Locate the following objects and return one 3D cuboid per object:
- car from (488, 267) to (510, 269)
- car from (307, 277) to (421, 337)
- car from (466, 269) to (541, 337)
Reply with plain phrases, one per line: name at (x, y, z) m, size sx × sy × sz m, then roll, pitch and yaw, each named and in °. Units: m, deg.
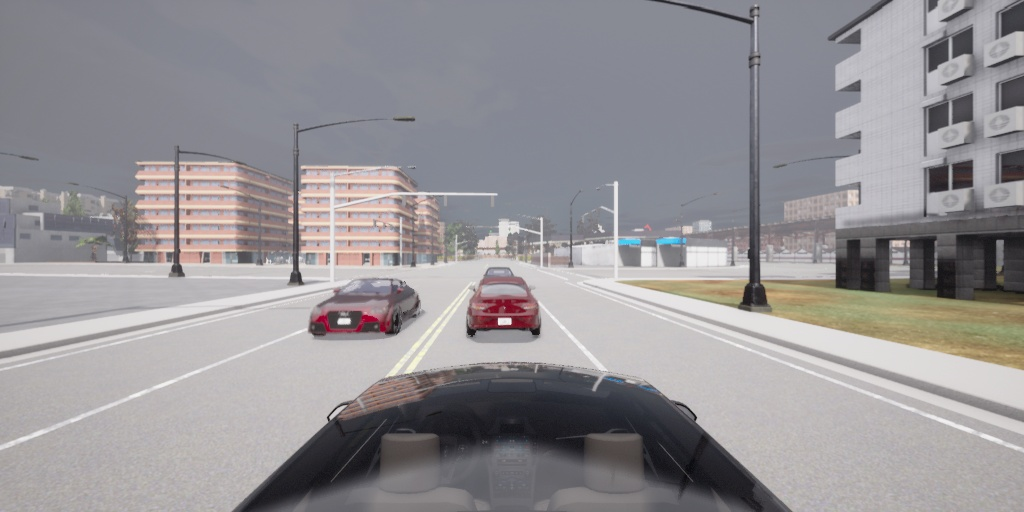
car at (-0.727, 1.305, 19.965) m, size 2.033 × 1.411 × 5.357 m, roll 0°, pitch 0°, yaw -3°
car at (-3.940, 1.317, 10.230) m, size 1.994 × 1.385 × 4.181 m, roll 0°, pitch 0°, yaw -3°
car at (-0.268, 1.279, 10.231) m, size 1.812 × 1.442 × 4.674 m, roll 0°, pitch 0°, yaw -3°
